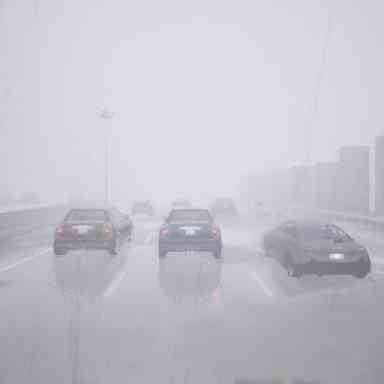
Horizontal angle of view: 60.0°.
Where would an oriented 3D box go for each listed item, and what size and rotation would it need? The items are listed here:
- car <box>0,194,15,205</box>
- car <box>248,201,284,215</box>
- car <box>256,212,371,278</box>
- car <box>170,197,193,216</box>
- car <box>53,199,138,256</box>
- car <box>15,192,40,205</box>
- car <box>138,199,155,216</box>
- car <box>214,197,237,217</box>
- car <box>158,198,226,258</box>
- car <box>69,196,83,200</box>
[{"bbox_3d":[-29.149,1.111,52.192,2.097,1.767,4.553,0,0,-13],"label":"car"},{"bbox_3d":[6.229,1.455,28.669,1.895,1.301,4.718,0,0,-4],"label":"car"},{"bbox_3d":[3.454,1.512,10.020,1.994,1.385,4.181,0,0,-1],"label":"car"},{"bbox_3d":[-1.059,1.321,31.805,1.882,1.535,5.008,0,0,-5],"label":"car"},{"bbox_3d":[-3.610,1.289,12.989,2.097,1.767,4.553,0,0,-1],"label":"car"},{"bbox_3d":[-25.717,0.961,52.883,2.150,2.045,5.566,0,0,-13],"label":"car"},{"bbox_3d":[-4.434,1.344,30.239,2.128,1.511,4.902,0,0,-5],"label":"car"},{"bbox_3d":[2.604,1.202,29.941,2.097,1.767,4.553,0,0,-4],"label":"car"},{"bbox_3d":[-0.102,1.289,12.722,2.097,1.767,4.553,0,0,-1],"label":"car"},{"bbox_3d":[-18.907,1.289,54.505,2.033,1.411,5.357,0,0,-13],"label":"car"}]
